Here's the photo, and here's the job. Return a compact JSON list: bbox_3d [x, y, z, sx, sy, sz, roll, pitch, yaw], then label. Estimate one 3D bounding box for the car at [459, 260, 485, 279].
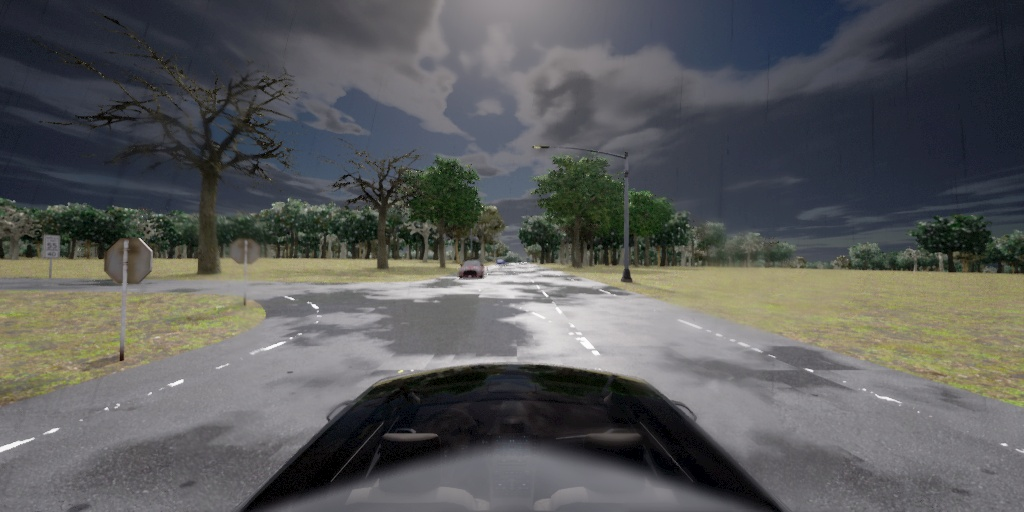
[{"bbox_3d":[-3.618,1.157,33.033,2.097,1.767,4.553,0,0,0],"label":"car"}]
